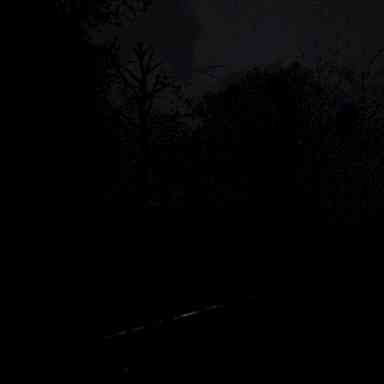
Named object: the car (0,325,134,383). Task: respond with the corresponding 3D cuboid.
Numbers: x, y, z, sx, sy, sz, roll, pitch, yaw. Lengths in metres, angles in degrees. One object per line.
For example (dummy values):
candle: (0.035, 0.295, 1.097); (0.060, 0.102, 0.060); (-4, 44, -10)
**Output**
car: (-2.905, 1.566, 1.655); (5.357, 1.411, 2.033); (-1, 1, -36)
